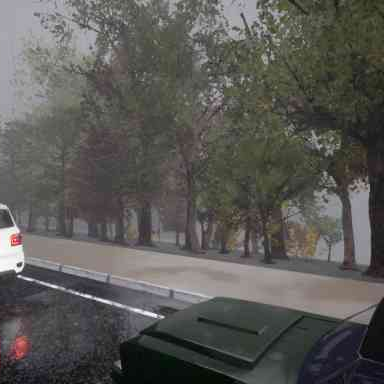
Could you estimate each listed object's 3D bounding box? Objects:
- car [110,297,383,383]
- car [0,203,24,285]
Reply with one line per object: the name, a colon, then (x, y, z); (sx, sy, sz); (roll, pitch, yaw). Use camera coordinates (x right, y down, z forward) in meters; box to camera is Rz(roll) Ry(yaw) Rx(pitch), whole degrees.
car: (1.564, 1.601, 2.568); (4.718, 1.301, 1.895); (0, 0, 36)
car: (-6.420, 1.222, 8.280); (5.566, 2.045, 2.150); (0, 0, 35)
